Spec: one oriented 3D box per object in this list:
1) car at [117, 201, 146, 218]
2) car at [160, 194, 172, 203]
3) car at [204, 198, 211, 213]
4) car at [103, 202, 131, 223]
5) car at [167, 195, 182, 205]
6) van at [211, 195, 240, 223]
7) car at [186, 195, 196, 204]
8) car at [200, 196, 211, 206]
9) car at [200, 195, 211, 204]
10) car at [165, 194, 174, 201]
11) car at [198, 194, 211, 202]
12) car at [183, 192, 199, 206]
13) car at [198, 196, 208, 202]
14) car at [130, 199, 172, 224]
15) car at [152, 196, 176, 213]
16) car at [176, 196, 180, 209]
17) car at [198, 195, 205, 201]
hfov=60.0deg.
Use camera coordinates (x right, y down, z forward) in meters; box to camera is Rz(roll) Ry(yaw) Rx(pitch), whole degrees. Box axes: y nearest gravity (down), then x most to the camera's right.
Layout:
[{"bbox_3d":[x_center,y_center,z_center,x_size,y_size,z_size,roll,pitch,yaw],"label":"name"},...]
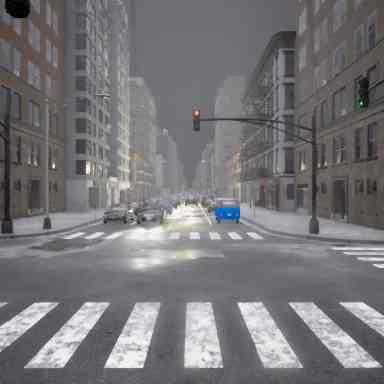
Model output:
[{"bbox_3d":[-5.444,1.543,30.633,1.887,1.381,4.507,0,0,0],"label":"car"},{"bbox_3d":[-5.515,1.293,70.406,2.192,1.841,5.009,0,0,0],"label":"car"},{"bbox_3d":[2.571,1.580,36.337,1.802,1.307,4.206,0,0,0],"label":"car"},{"bbox_3d":[-5.434,1.550,24.952,2.008,1.369,4.403,0,0,0],"label":"car"},{"bbox_3d":[-2.899,1.553,53.732,1.994,1.385,4.181,0,0,1],"label":"car"},{"bbox_3d":[2.591,1.340,24.975,1.690,1.788,3.998,0,0,0],"label":"van"},{"bbox_3d":[-0.118,1.460,65.102,1.882,1.535,5.008,0,0,0],"label":"car"},{"bbox_3d":[2.551,1.577,47.700,1.802,1.307,4.206,0,0,0],"label":"car"},{"bbox_3d":[2.520,1.422,64.744,1.967,1.590,4.097,0,0,0],"label":"car"},{"bbox_3d":[-5.535,1.410,81.770,1.967,1.590,4.097,0,0,0],"label":"car"},{"bbox_3d":[2.541,1.306,53.381,2.192,1.841,5.009,0,0,0],"label":"car"},{"bbox_3d":[-0.100,1.341,55.069,2.097,1.767,4.553,0,0,0],"label":"car"},{"bbox_3d":[2.500,1.525,76.106,2.008,1.369,4.403,0,0,0],"label":"car"},{"bbox_3d":[-2.882,1.491,24.504,2.128,1.511,4.902,0,0,-1],"label":"car"},{"bbox_3d":[-2.912,1.476,33.947,1.882,1.535,5.008,0,0,0],"label":"car"},{"bbox_3d":[-2.926,1.560,43.906,1.994,1.385,4.181,0,0,0],"label":"car"},{"bbox_3d":[2.480,1.532,87.469,1.947,1.339,4.313,0,0,0],"label":"car"}]
